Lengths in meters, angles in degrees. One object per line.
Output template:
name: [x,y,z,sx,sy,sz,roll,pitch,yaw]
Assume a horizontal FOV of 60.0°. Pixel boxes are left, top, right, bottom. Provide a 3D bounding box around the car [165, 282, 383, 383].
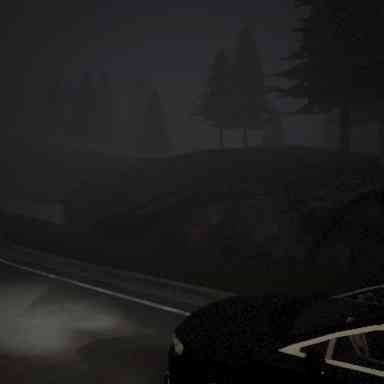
car: [1.981,1.492,2.594,4.902,1.511,2.128,0,0,36]
